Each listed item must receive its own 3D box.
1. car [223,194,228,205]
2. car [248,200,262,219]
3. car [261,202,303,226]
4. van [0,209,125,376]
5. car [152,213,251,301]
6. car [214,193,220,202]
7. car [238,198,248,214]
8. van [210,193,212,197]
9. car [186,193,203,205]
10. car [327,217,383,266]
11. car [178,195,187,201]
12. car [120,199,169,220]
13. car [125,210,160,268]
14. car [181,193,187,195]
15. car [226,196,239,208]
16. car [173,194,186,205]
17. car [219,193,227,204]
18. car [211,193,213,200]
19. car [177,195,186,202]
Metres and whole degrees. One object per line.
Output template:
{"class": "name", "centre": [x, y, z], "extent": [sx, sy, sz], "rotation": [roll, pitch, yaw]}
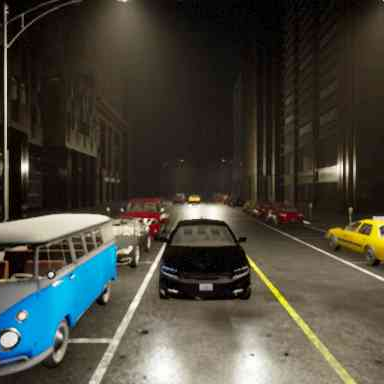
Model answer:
{"class": "car", "centre": [6.181, 1.434, 50.348], "extent": [1.887, 1.381, 4.507], "rotation": [0, 0, 0]}
{"class": "car", "centre": [6.151, 1.515, 27.872], "extent": [1.802, 1.307, 4.206], "rotation": [0, 0, 0]}
{"class": "car", "centre": [6.144, 1.528, 22.254], "extent": [1.802, 1.307, 4.206], "rotation": [0, 0, 0]}
{"class": "van", "centre": [-2.404, 1.328, 5.397], "extent": [1.690, 1.788, 3.998], "rotation": [0, 0, 0]}
{"class": "car", "centre": [0.265, 1.457, 8.558], "extent": [1.882, 1.535, 5.008], "rotation": [0, 0, 0]}
{"class": "car", "centre": [6.204, 1.173, 67.203], "extent": [2.192, 1.841, 5.009], "rotation": [0, 0, 0]}
{"class": "car", "centre": [6.159, 1.446, 33.661], "extent": [1.752, 1.417, 4.829], "rotation": [0, 0, 0]}
{"class": "van", "centre": [6.226, 1.170, 84.060], "extent": [1.690, 1.788, 3.998], "rotation": [0, 0, 0]}
{"class": "car", "centre": [0.428, 1.354, 57.292], "extent": [1.882, 1.535, 5.008], "rotation": [0, 0, 0]}
{"class": "car", "centre": [6.129, 1.498, 11.186], "extent": [1.752, 1.417, 4.829], "rotation": [0, 0, 0]}
{"class": "car", "centre": [-2.306, 1.405, 78.436], "extent": [1.947, 1.339, 4.313], "rotation": [0, 0, 0]}
{"class": "car", "centre": [-2.389, 1.275, 16.633], "extent": [2.192, 1.841, 5.009], "rotation": [0, 0, 0]}
{"class": "car", "centre": [-2.396, 1.524, 11.015], "extent": [2.008, 1.369, 4.403], "rotation": [0, 0, 0]}
{"class": "car", "centre": [-2.329, 1.435, 61.581], "extent": [1.947, 1.339, 4.313], "rotation": [0, 0, 0]}
{"class": "car", "centre": [6.174, 1.466, 44.729], "extent": [1.947, 1.339, 4.313], "rotation": [0, 0, 0]}
{"class": "car", "centre": [-2.336, 1.461, 55.963], "extent": [1.802, 1.307, 4.206], "rotation": [0, 0, 0]}
{"class": "car", "centre": [6.189, 1.319, 55.966], "extent": [1.967, 1.590, 4.097], "rotation": [0, 0, 0]}
{"class": "car", "centre": [6.219, 1.389, 78.441], "extent": [2.008, 1.369, 4.403], "rotation": [0, 0, 0]}
{"class": "car", "centre": [-2.314, 1.393, 72.818], "extent": [1.887, 1.381, 4.507], "rotation": [0, 0, 0]}
